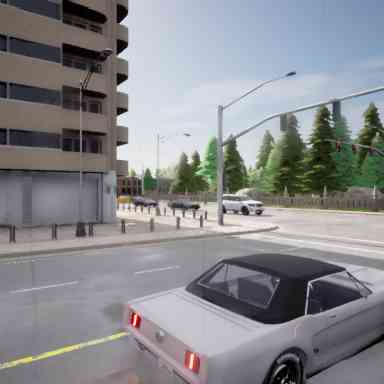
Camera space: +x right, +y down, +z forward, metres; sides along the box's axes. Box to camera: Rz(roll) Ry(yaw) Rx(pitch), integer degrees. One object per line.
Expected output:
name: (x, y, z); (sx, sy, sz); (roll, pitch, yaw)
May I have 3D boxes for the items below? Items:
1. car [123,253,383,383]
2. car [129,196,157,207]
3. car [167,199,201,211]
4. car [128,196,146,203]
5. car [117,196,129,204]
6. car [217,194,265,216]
car: (1.537, 1.601, 4.875); (4.718, 1.301, 1.895); (0, 0, -35)
car: (-7.268, 1.603, 51.256); (2.033, 1.411, 5.357); (0, 0, -36)
car: (-1.136, 1.603, 42.699); (2.033, 1.411, 5.357); (0, 0, -36)
car: (-11.592, 1.581, 69.539); (1.812, 1.442, 4.674); (0, 0, -36)
car: (-14.112, 1.533, 67.055); (1.882, 1.535, 5.008); (0, 0, -36)
car: (4.931, 1.278, 34.273); (2.150, 2.045, 5.566); (0, 0, -36)
